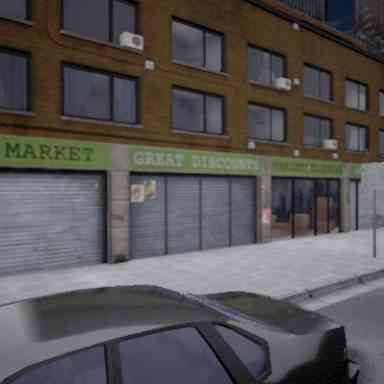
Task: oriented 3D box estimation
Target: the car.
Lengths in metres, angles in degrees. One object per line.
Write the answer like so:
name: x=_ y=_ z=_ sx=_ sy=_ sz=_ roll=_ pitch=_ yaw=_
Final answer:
car: x=-0.946 y=1.547 z=2.383 sx=5.357 sy=1.411 sz=2.033 roll=0 pitch=0 yaw=-35
